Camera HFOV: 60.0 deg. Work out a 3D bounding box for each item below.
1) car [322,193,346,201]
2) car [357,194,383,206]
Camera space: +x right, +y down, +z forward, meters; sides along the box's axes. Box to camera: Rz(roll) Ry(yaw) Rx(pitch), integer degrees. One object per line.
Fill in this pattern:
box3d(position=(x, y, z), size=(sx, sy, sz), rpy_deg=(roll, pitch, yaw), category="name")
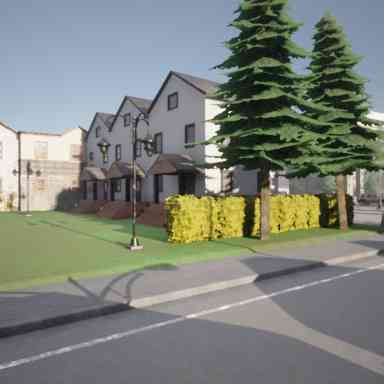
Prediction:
box3d(position=(31.737, 1.093, 74.523), size=(1.932, 1.855, 4.605), rpy_deg=(0, 0, -36), category="car")
box3d(position=(26.893, 1.094, 49.065), size=(1.932, 1.855, 4.605), rpy_deg=(0, 0, -36), category="car")
